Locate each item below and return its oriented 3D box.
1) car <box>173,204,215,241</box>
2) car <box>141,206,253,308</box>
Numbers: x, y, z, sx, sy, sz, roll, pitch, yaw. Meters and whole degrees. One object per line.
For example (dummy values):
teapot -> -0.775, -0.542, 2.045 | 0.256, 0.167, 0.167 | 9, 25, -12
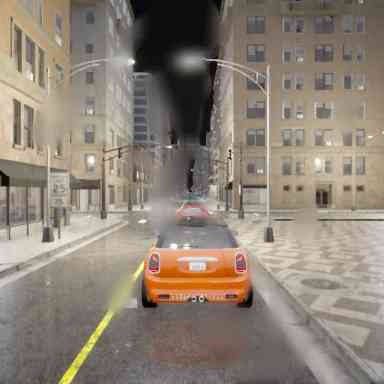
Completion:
car -> 0.094, 1.476, 17.691 | 1.882, 1.535, 5.008 | 0, 0, 0
car -> 0.094, 1.352, 8.091 | 2.097, 1.767, 4.553 | 0, 0, 0
